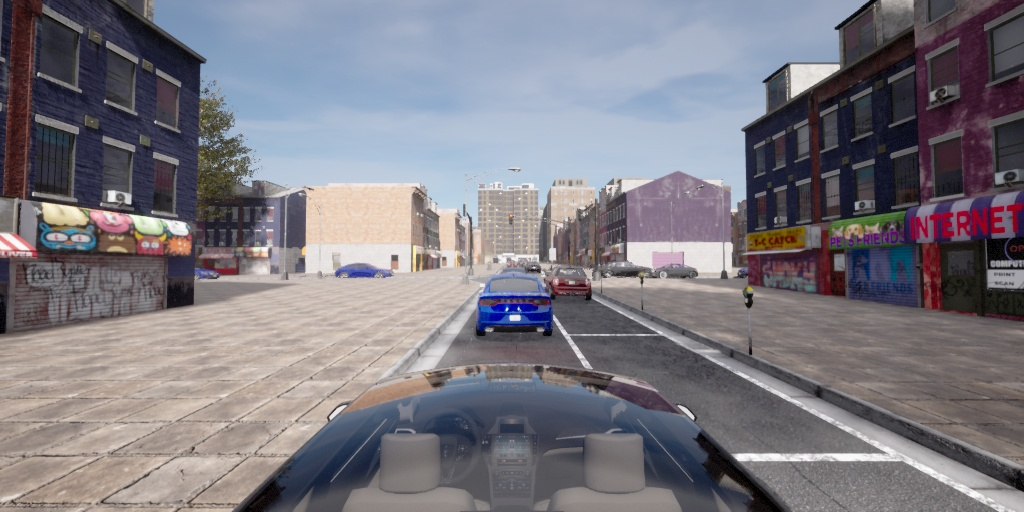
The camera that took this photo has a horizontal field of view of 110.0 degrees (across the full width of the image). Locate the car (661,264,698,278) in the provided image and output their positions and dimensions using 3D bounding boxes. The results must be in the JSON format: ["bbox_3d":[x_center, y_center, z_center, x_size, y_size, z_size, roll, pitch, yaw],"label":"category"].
[{"bbox_3d":[14.595,1.379,32.628,4.181,1.385,1.994,0,-2,0],"label":"car"}]

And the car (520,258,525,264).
[{"bbox_3d":[2.616,1.448,55.579,1.751,1.417,4.829,0,0,0],"label":"car"}]

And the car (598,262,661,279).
[{"bbox_3d":[9.240,1.215,29.710,4.902,1.511,2.128,0,-2,0],"label":"car"}]

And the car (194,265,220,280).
[{"bbox_3d":[-27.136,1.417,29.929,4.674,1.442,1.812,-1,-2,0],"label":"car"}]

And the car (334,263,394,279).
[{"bbox_3d":[-12.237,1.294,29.839,4.674,1.442,1.812,0,-2,0],"label":"car"}]

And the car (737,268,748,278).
[{"bbox_3d":[23.049,1.337,32.576,4.674,1.442,1.812,0,-2,0],"label":"car"}]

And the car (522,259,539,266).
[{"bbox_3d":[2.620,1.420,44.537,1.948,1.339,4.313,0,0,0],"label":"car"}]

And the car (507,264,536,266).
[{"bbox_3d":[0.093,1.292,17.992,1.812,1.442,4.674,0,0,0],"label":"car"}]

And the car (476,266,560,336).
[{"bbox_3d":[0.036,1.233,10.480,1.882,1.535,5.008,0,0,-1],"label":"car"}]

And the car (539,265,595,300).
[{"bbox_3d":[2.629,1.206,17.793,1.967,1.591,4.097,0,0,0],"label":"car"}]

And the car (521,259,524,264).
[{"bbox_3d":[2.617,1.452,49.973,1.948,1.339,4.313,0,0,0],"label":"car"}]
